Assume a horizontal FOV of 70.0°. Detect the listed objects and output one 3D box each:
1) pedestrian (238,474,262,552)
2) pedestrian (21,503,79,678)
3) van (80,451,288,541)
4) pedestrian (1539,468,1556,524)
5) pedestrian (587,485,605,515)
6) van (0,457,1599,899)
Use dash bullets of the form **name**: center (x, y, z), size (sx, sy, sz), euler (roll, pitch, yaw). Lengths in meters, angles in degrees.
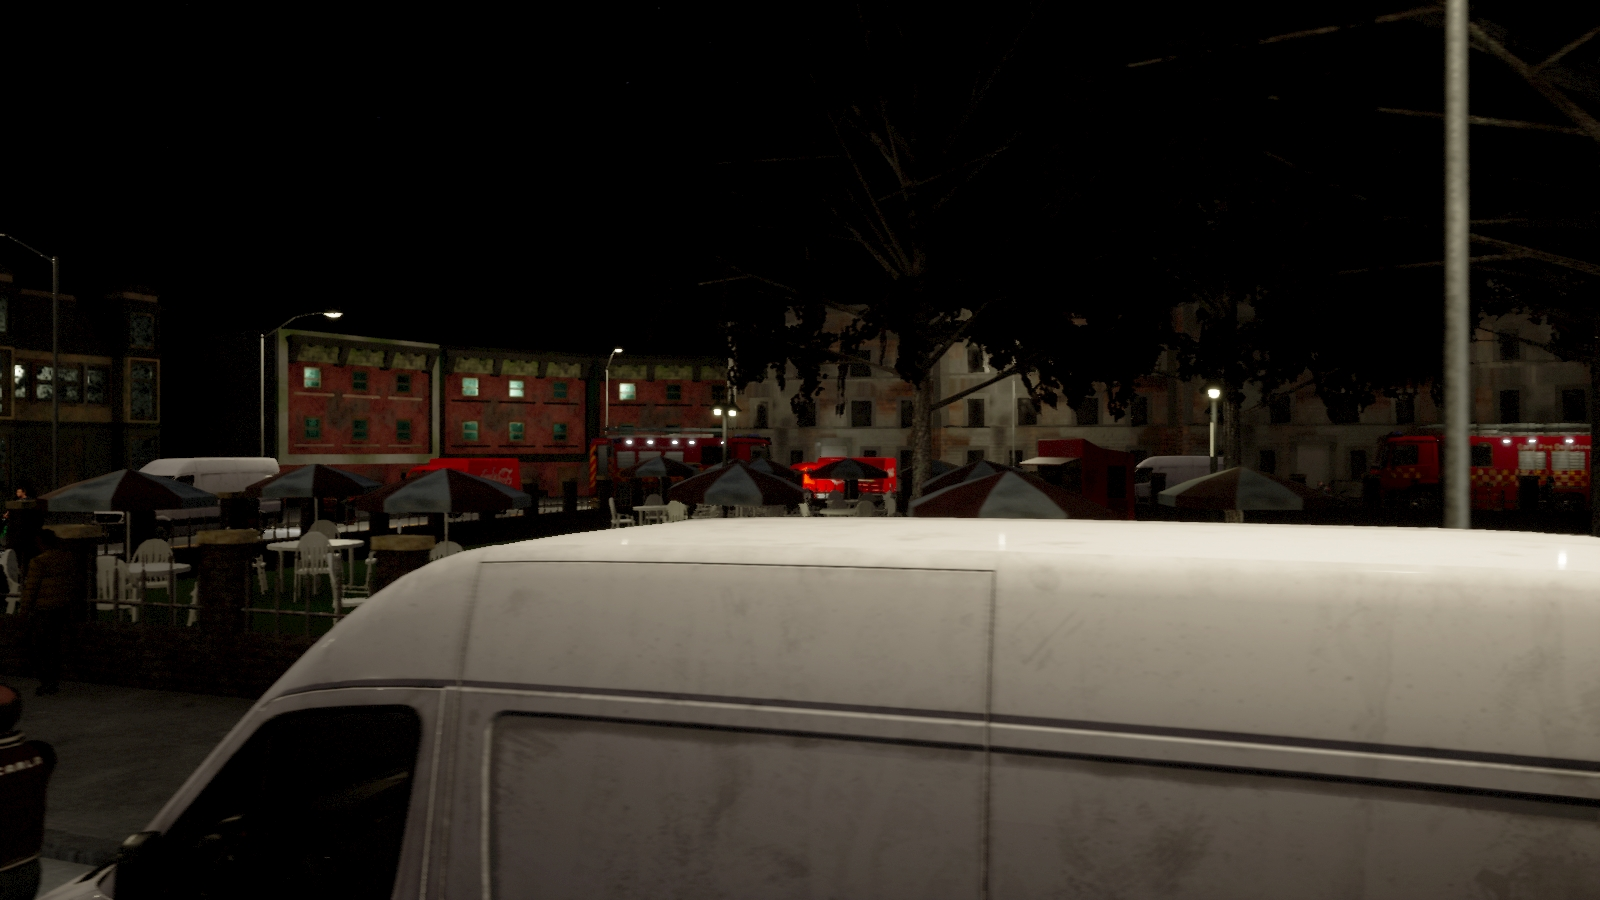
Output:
- **pedestrian**: center (-13.313, 1.524, 27.655), size (0.375, 1.860, 0.375), euler (0, 0, 29)
- **pedestrian**: center (-8.200, 1.519, 12.494), size (0.375, 1.860, 0.375), euler (0, 0, 19)
- **van**: center (-19.068, 1.322, 35.784), size (1.988, 2.561, 5.915), euler (0, 0, 20)
- **pedestrian**: center (25.064, 1.524, 38.311), size (0.375, 1.860, 0.375), euler (0, 0, 12)
- **pedestrian**: center (-7.837, 1.911, 43.836), size (0.500, 1.100, 0.500), euler (0, 0, -44)
- **van**: center (-0.176, 1.315, 3.899), size (5.915, 2.561, 1.988), euler (0, 0, 20)
